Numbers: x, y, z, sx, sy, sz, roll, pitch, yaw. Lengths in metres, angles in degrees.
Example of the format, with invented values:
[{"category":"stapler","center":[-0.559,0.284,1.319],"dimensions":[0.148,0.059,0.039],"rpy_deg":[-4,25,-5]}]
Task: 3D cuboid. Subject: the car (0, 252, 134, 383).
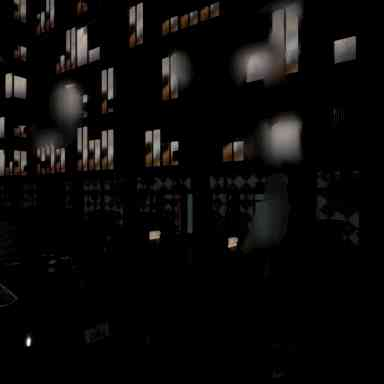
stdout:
[{"category":"car","center":[-2.717,1.566,4.824],"dimensions":[4.313,1.339,1.947],"rpy_deg":[0,0,36]}]
